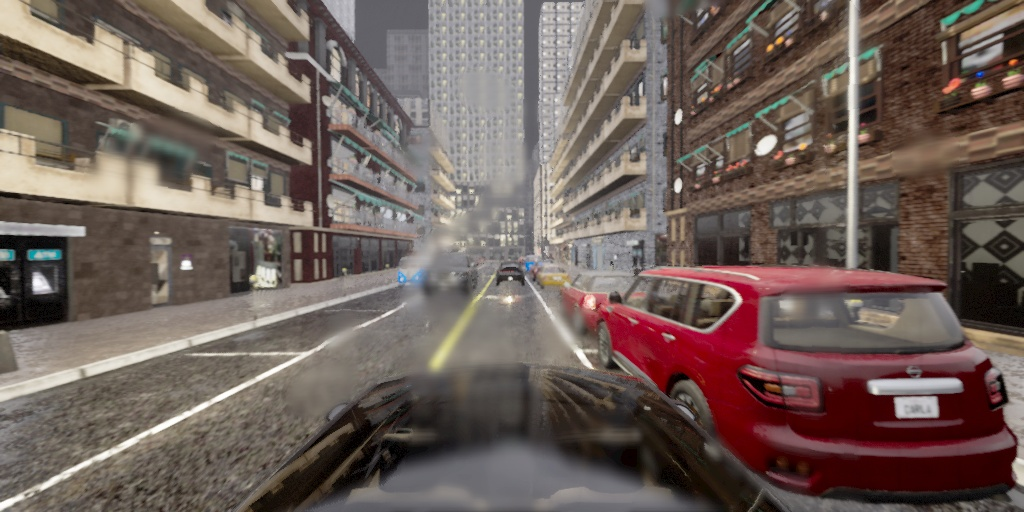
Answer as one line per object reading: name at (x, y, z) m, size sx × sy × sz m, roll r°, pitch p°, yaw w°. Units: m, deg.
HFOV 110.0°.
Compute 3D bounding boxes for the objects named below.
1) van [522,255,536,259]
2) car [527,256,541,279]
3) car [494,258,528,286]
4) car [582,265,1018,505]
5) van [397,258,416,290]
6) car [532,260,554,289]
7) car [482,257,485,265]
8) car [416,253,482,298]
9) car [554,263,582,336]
van at (2.244, 0.827, 37.965) m, size 1.690 × 1.789 × 3.998 m, roll 0°, pitch 0°, yaw -1°
car at (2.353, 1.002, 26.868) m, size 1.967 × 1.591 × 4.097 m, roll 0°, pitch 0°, yaw -1°
car at (-0.107, 1.103, 24.039) m, size 1.837 × 1.490 × 4.892 m, roll 0°, pitch 0°, yaw 0°
car at (2.569, 1.027, 4.673) m, size 2.192 × 1.841 × 5.009 m, roll 0°, pitch 0°, yaw -1°
van at (-5.473, 0.997, 21.223) m, size 1.690 × 1.789 × 3.998 m, roll 0°, pitch 0°, yaw -1°
car at (2.405, 1.125, 21.489) m, size 1.751 × 1.417 × 4.829 m, roll 0°, pitch 0°, yaw -1°
car at (-5.798, 0.742, 54.516) m, size 2.192 × 1.841 × 5.009 m, roll 0°, pitch 0°, yaw -1°
car at (-2.975, 0.879, 18.306) m, size 2.150 × 2.045 × 5.566 m, roll 0°, pitch 0°, yaw 0°
car at (2.515, 1.114, 10.222) m, size 1.967 × 1.591 × 4.097 m, roll 0°, pitch 0°, yaw -1°
